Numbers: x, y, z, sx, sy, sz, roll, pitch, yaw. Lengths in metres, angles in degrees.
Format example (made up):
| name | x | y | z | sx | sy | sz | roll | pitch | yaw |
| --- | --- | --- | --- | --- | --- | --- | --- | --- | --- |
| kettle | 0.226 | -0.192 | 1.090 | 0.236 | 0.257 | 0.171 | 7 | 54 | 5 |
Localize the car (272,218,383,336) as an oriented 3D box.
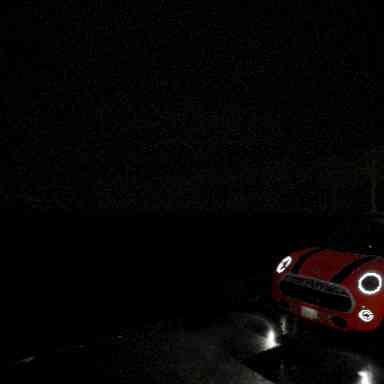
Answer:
| name | x | y | z | sx | sy | sz | roll | pitch | yaw |
| --- | --- | --- | --- | --- | --- | --- | --- | --- | --- |
| car | 3.715 | 1.367 | 6.708 | 4.553 | 1.767 | 2.097 | 0 | 0 | -36 |
